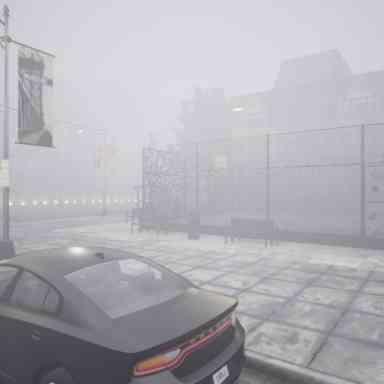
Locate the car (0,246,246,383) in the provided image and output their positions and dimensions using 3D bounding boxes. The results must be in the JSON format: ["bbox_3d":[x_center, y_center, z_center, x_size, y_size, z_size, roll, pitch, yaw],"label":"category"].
[{"bbox_3d":[-1.763,1.479,4.390,5.008,1.535,2.097,0,0,35],"label":"car"}]
